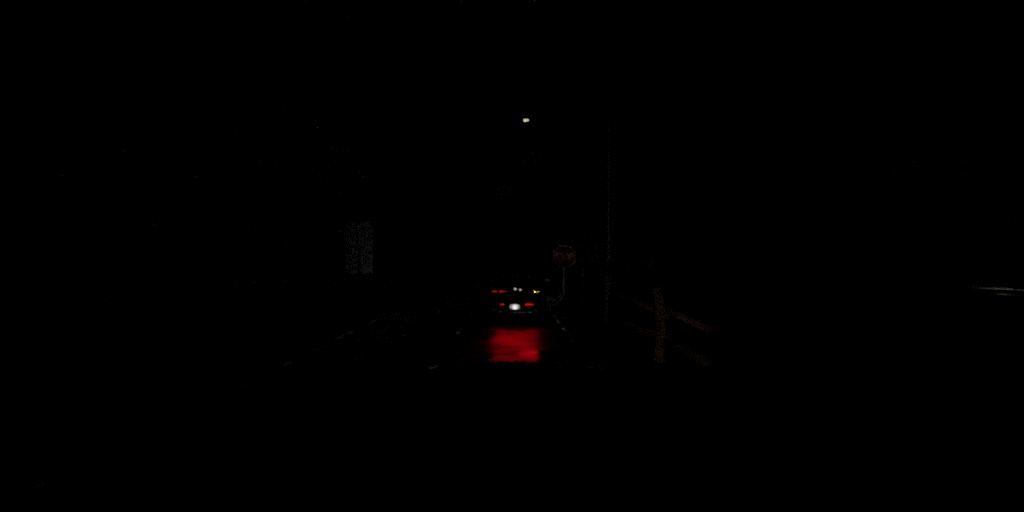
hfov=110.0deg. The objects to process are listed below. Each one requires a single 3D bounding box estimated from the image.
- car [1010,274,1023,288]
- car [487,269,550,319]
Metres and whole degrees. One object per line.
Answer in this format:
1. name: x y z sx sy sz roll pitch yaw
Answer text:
1. car: 39.237 1.639 25.839 5.008 1.535 1.882 1 1 0
2. car: 0.270 1.189 12.621 1.837 1.490 4.892 0 0 4
